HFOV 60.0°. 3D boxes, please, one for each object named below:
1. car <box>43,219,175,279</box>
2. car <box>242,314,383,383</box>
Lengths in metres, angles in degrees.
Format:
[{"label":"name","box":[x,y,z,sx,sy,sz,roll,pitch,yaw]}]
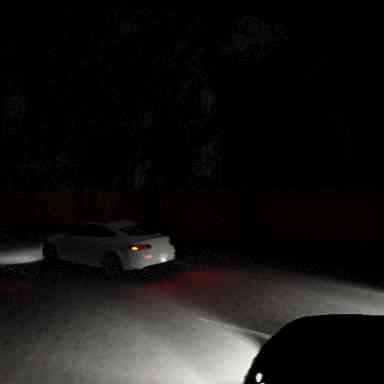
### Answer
[{"label":"car","box":[-2.635,1.555,10.175,4.674,1.442,1.812,0,0,36]},{"label":"car","box":[2.429,1.561,2.288,4.181,1.385,1.994,0,0,35]}]
